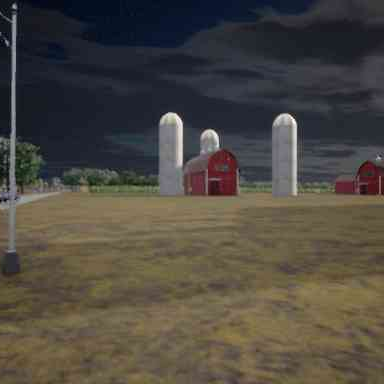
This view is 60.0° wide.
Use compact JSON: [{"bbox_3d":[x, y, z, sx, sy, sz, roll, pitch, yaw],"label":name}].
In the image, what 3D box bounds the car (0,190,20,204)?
[{"bbox_3d":[-29.583,0.729,54.088,2.150,2.045,5.566,0,0,-20],"label":"car"}]
